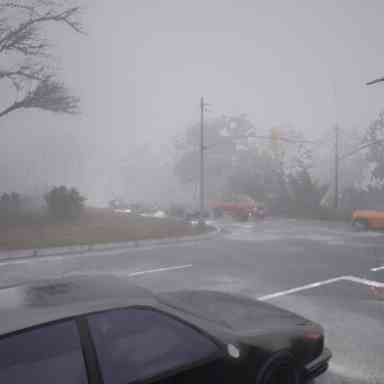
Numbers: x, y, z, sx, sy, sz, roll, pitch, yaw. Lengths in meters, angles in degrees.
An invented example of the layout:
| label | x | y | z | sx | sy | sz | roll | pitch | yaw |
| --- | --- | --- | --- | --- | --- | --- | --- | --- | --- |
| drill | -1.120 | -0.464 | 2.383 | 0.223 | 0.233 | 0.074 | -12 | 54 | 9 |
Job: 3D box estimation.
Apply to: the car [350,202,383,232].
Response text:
| label | x | y | z | sx | sy | sz | roll | pitch | yaw |
| --- | --- | --- | --- | --- | --- | --- | --- | --- | --- |
| car | 11.358 | 1.371 | 18.322 | 4.553 | 1.767 | 2.097 | 0 | 0 | 44 |

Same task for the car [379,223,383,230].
| label | x | y | z | sx | sy | sz | roll | pitch | yaw |
| --- | --- | --- | --- | --- | --- | --- | --- | --- | --- |
| car | 7.518 | 1.559 | 8.886 | 5.357 | 1.411 | 2.033 | 0 | 0 | -33 |

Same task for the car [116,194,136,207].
| label | x | y | z | sx | sy | sz | roll | pitch | yaw |
| --- | --- | --- | --- | --- | --- | --- | --- | --- | --- |
| car | -11.145 | 1.428 | 55.987 | 2.150 | 2.045 | 5.566 | 0 | -1 | -24 |

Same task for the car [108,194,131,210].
| label | x | y | z | sx | sy | sz | roll | pitch | yaw |
| --- | --- | --- | --- | --- | --- | --- | --- | --- | --- |
| car | -10.028 | 1.461 | 45.693 | 2.097 | 1.767 | 4.553 | 0 | 0 | -27 |

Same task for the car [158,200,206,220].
| label | x | y | z | sx | sy | sz | roll | pitch | yaw |
| --- | --- | --- | --- | --- | --- | --- | --- | --- | --- |
| car | -0.594 | 1.563 | 28.394 | 2.033 | 1.411 | 5.357 | 0 | 0 | -30 |

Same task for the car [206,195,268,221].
| label | x | y | z | sx | sy | sz | roll | pitch | yaw |
| --- | --- | --- | --- | --- | --- | --- | --- | --- | --- |
| car | 3.860 | 1.241 | 27.807 | 2.150 | 2.045 | 5.566 | 0 | 0 | -31 |

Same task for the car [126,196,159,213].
| label | x | y | z | sx | sy | sz | roll | pitch | yaw |
| --- | --- | --- | --- | --- | --- | --- | --- | --- | --- |
| car | -5.384 | 1.550 | 36.827 | 1.837 | 1.490 | 4.892 | 0 | 0 | -29 |

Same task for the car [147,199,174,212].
| label | x | y | z | sx | sy | sz | roll | pitch | yaw |
| --- | --- | --- | --- | --- | --- | --- | --- | --- | --- |
| car | -4.006 | 1.632 | 41.601 | 1.994 | 1.385 | 4.181 | 0 | 0 | -28 |

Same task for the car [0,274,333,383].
| label | x | y | z | sx | sy | sz | roll | pitch | yaw |
| --- | --- | --- | --- | --- | --- | --- | --- | --- | --- |
| car | -1.010 | 1.548 | 2.987 | 5.357 | 1.411 | 2.033 | 0 | 0 | -35 |
